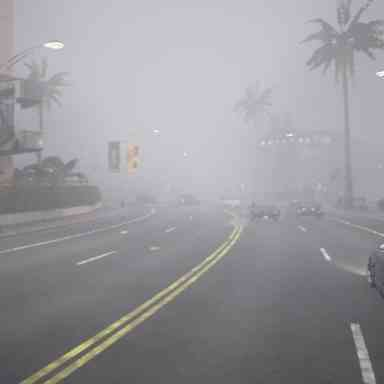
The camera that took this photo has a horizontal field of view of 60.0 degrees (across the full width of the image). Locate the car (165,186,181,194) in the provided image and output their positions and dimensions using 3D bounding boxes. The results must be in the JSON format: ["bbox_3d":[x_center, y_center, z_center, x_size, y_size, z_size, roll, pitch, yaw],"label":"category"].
[{"bbox_3d":[-3.908,0.061,85.084,4.553,1.767,2.185,1,1,41],"label":"car"}]

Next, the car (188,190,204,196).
[{"bbox_3d":[1.033,0.179,90.858,4.193,1.474,1.816,1,1,41],"label":"car"}]

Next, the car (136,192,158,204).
[{"bbox_3d":[-6.276,0.831,45.708,1.837,1.490,4.892,0,0,-29],"label":"car"}]

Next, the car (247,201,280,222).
[{"bbox_3d":[4.991,1.318,23.789,1.895,1.301,4.718,1,1,5],"label":"car"}]

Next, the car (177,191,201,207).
[{"bbox_3d":[-0.457,0.949,40.464,1.837,1.490,4.892,1,0,-19],"label":"car"}]

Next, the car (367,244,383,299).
[{"bbox_3d":[4.614,1.517,6.133,1.994,1.385,4.181,1,1,19],"label":"car"}]

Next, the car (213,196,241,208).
[{"bbox_3d":[3.918,1.110,38.456,1.895,1.301,4.718,0,1,-13],"label":"car"}]

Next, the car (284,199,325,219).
[{"bbox_3d":[8.699,1.267,26.138,2.033,1.411,5.357,1,1,2],"label":"car"}]
